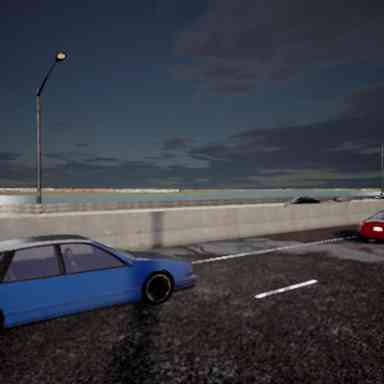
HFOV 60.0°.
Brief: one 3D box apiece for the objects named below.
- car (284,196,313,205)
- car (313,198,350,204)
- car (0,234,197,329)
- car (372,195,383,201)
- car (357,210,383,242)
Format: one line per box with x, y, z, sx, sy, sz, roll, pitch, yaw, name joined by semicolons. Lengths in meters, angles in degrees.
12.746;1.218;38.708;5.008;1.535;1.882;-1;0;-35;car
15.843;1.330;36.605;4.718;1.301;1.895;-1;0;-35;car
-2.515;1.533;6.256;5.357;1.411;2.033;0;0;-35;car
21.289;1.047;36.128;4.553;1.767;2.097;-1;0;-35;car
9.076;1.440;14.493;4.181;1.385;1.994;-1;0;-36;car
